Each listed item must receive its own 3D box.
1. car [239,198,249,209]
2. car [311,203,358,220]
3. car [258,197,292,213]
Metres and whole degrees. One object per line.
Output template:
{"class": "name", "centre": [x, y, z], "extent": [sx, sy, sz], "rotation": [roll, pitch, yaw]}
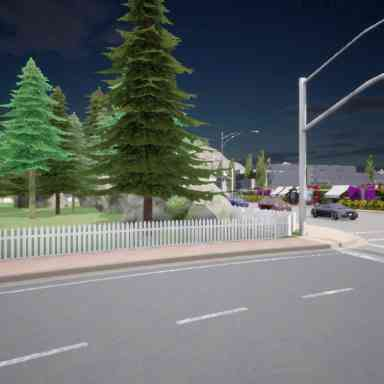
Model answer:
{"class": "car", "centre": [6.382, 1.533, 47.601], "extent": [1.882, 1.535, 5.008], "rotation": [0, 0, -17]}
{"class": "car", "centre": [12.066, 1.619, 28.416], "extent": [1.994, 1.385, 4.181], "rotation": [0, 0, -16]}
{"class": "car", "centre": [9.312, 1.408, 37.707], "extent": [2.097, 1.767, 4.553], "rotation": [0, 0, -16]}
